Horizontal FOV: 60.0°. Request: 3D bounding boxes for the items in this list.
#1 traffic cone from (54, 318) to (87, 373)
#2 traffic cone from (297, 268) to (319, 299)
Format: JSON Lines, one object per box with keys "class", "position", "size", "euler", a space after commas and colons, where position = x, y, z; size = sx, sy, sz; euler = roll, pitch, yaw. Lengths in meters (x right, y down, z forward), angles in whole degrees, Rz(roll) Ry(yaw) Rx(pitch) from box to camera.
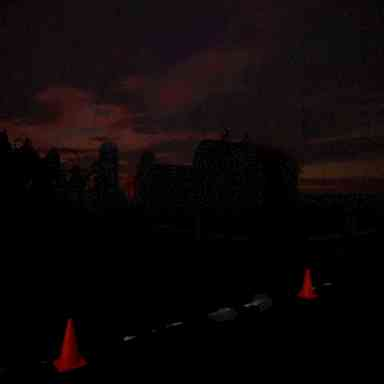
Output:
{"class": "traffic cone", "position": [-1.593, 1.956, 4.363], "size": [0.340, 0.580, 0.340], "euler": [0, 0, -35]}
{"class": "traffic cone", "position": [2.525, 1.964, 7.244], "size": [0.340, 0.580, 0.340], "euler": [0, 0, -35]}
